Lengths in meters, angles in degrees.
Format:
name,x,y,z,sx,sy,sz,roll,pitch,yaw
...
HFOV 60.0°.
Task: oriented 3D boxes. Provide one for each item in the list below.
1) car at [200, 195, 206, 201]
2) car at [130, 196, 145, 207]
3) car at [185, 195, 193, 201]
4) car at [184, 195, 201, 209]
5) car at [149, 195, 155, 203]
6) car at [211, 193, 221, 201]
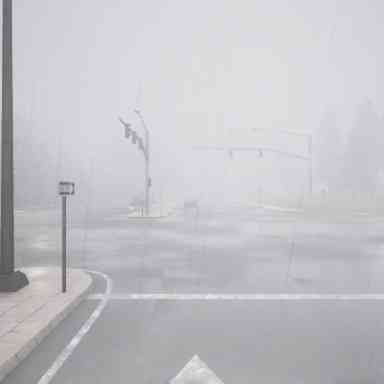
name,x,y,z,sx,sy,sz,roll,pitch,yaw
car,2.693,1.524,85.929,1.812,1.442,4.674,0,0,-1
car,-8.356,1.351,51.674,2.097,1.767,4.553,0,0,-1
car,-0.806,1.500,85.866,1.837,1.490,4.892,0,0,-1
car,-0.153,1.526,44.823,1.812,1.442,4.674,0,0,-1
car,-8.521,1.497,67.654,1.837,1.490,4.892,0,2,-1
car,6.193,1.225,85.939,2.150,2.045,5.566,0,0,-1
